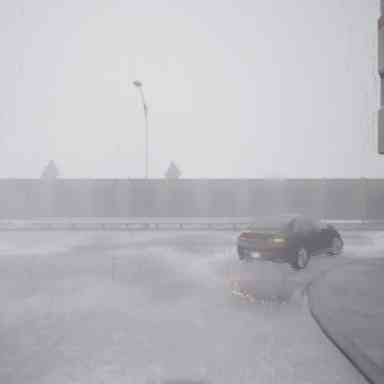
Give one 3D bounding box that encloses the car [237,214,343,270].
[{"bbox_3d":[3.418,1.512,11.185,1.837,1.490,4.892,-3,-2,42],"label":"car"}]
